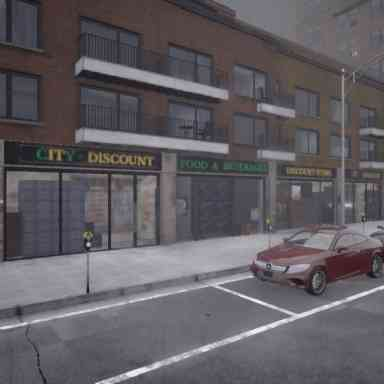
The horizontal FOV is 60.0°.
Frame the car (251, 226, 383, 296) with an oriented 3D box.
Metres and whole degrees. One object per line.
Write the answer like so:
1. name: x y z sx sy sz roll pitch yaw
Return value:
1. car: 3.394 1.582 8.598 4.206 1.307 1.802 0 0 -35
